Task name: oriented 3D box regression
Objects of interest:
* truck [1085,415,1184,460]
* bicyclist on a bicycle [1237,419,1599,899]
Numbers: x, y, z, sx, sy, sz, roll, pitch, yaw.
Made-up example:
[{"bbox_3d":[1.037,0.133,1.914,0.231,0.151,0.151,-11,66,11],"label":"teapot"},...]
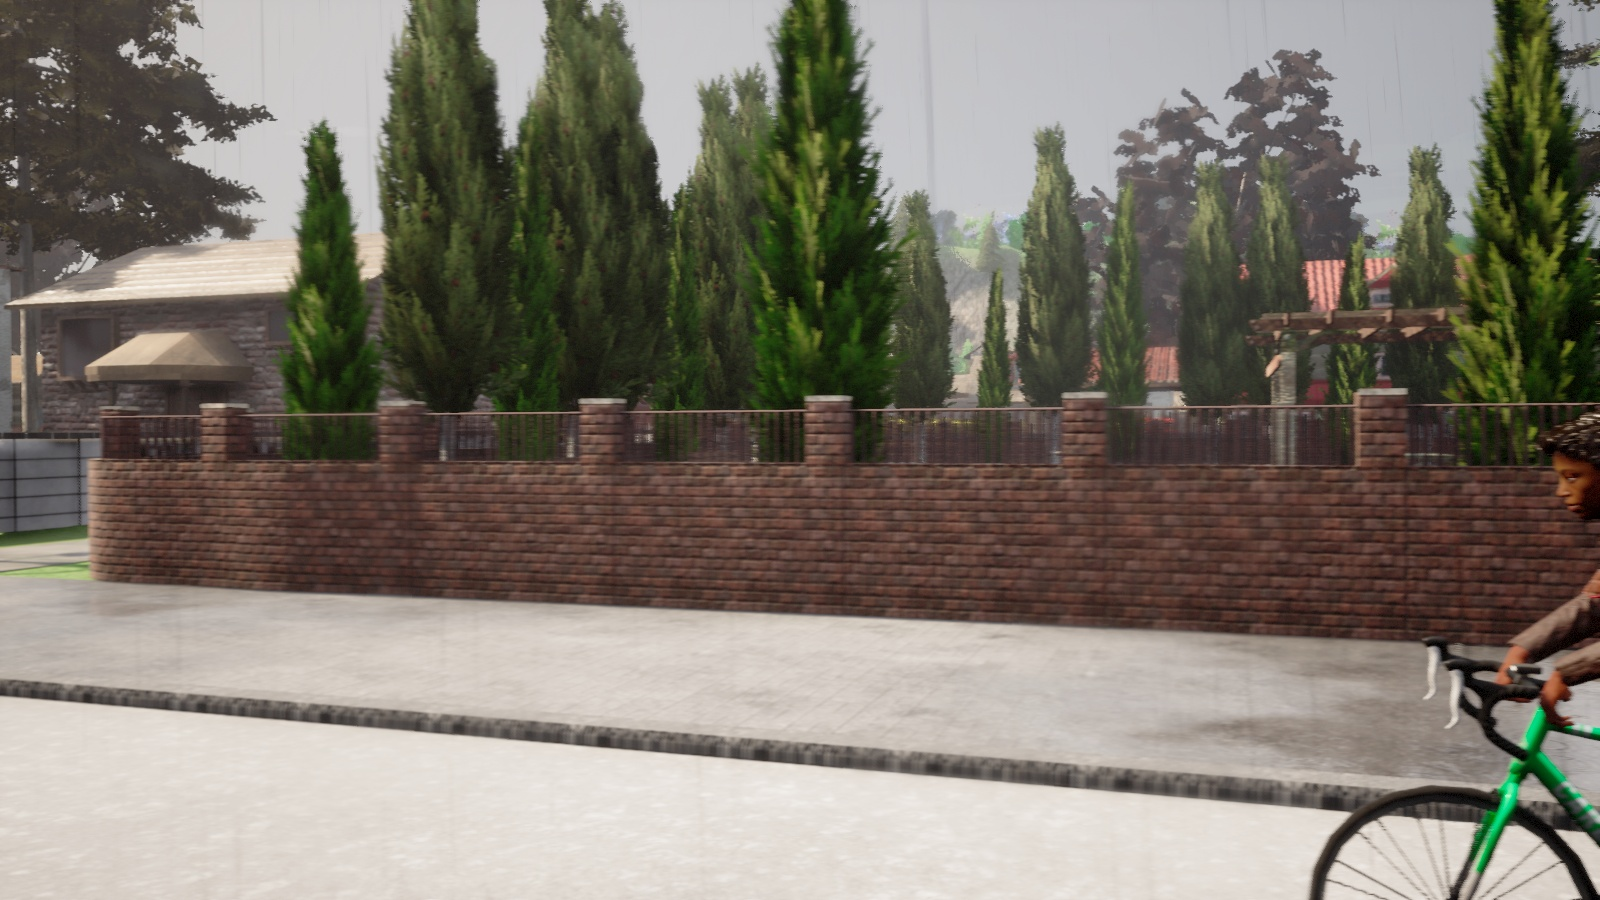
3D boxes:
[{"bbox_3d":[18.967,-0.728,71.158,5.204,2.467,2.627,1,1,19],"label":"truck"},{"bbox_3d":[1.948,0.738,3.065,1.656,1.620,0.582,0,1,19],"label":"bicyclist on a bicycle"}]
